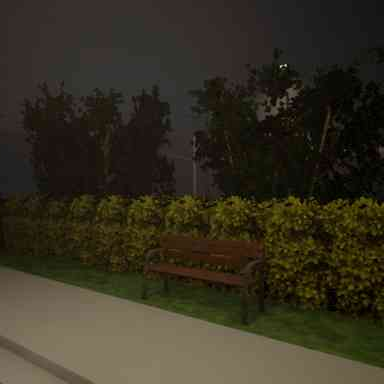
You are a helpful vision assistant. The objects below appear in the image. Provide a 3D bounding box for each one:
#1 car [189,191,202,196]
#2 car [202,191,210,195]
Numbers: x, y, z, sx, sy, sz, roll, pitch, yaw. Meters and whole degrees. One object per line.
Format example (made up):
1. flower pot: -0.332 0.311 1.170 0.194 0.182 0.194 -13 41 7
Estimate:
1. car: 1.016 0.596 69.360 2.097 1.767 4.553 0 1 35
2. car: 4.965 0.442 68.909 2.150 2.045 5.566 0 1 35
